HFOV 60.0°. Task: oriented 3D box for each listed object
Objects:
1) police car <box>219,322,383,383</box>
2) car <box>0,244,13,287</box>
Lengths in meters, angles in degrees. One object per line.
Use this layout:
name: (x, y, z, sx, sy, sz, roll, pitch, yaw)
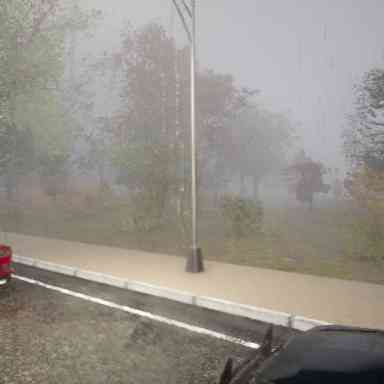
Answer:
police car: (2.511, 1.506, 1.763, 4.974, 1.542, 2.038, 0, 0, 35)
car: (-6.342, 1.526, 8.163, 5.008, 1.535, 1.882, 0, 0, 36)
